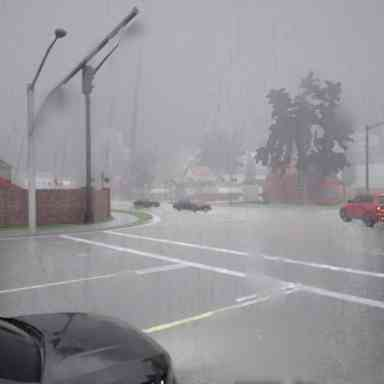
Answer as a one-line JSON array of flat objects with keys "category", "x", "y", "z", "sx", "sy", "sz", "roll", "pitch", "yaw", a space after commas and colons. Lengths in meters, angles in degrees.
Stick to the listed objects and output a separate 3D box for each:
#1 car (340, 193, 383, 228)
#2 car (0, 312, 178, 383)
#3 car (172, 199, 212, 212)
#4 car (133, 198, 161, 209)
[{"category": "car", "x": 11.601, "y": 1.098, "z": 21.407, "sx": 2.150, "sy": 2.045, "sz": 5.566, "roll": 0, "pitch": 0, "yaw": 2}, {"category": "car", "x": -2.351, "y": 1.501, "z": 2.077, "sx": 4.892, "sy": 1.490, "sz": 1.837, "roll": 1, "pitch": 0, "yaw": -36}, {"category": "car", "x": -0.119, "y": 1.454, "z": 37.135, "sx": 2.033, "sy": 1.411, "sz": 5.357, "roll": -1, "pitch": 0, "yaw": -37}, {"category": "car", "x": -6.187, "y": 1.515, "z": 45.205, "sx": 1.895, "sy": 1.301, "sz": 4.718, "roll": -1, "pitch": 0, "yaw": -37}]
